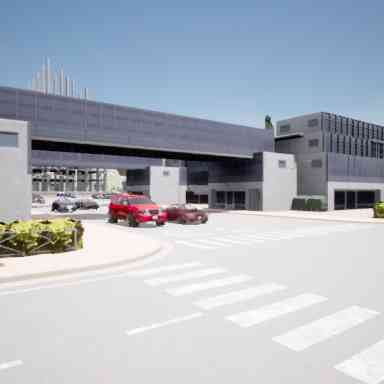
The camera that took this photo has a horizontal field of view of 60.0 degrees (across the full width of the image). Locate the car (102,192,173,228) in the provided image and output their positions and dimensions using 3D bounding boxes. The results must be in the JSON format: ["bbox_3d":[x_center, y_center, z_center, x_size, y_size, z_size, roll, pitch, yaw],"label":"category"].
[{"bbox_3d":[-3.895,1.224,22.724,2.150,2.045,5.566,0,0,-36],"label":"car"}]

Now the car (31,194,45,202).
[{"bbox_3d":[-23.443,0.973,49.834,2.097,1.767,4.553,0,0,-36],"label":"car"}]

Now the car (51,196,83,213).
[{"bbox_3d":[-14.328,1.494,37.116,2.128,1.511,4.902,0,0,-36],"label":"car"}]

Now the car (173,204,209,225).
[{"bbox_3d":[-0.650,1.568,24.209,1.994,1.385,4.181,0,0,-36],"label":"car"}]

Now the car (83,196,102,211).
[{"bbox_3d":[-13.283,1.551,41.642,2.033,1.411,5.357,0,0,-36],"label":"car"}]
